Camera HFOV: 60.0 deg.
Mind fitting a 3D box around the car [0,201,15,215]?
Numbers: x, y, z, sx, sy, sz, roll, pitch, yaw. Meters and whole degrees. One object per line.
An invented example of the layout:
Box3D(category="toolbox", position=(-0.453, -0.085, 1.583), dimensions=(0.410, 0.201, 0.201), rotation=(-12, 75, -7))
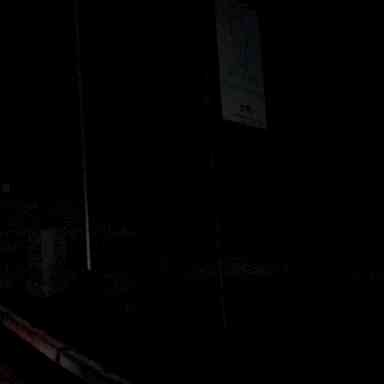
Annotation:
Box3D(category="car", position=(-23.182, 1.881, 39.829), dimensions=(2.097, 1.767, 4.553), rotation=(-3, 0, -5))

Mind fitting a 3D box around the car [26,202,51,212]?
Box3D(category="car", position=(-23.523, 2.231, 51.209), dimensions=(1.994, 1.385, 4.181), rotation=(-4, -1, 7))
